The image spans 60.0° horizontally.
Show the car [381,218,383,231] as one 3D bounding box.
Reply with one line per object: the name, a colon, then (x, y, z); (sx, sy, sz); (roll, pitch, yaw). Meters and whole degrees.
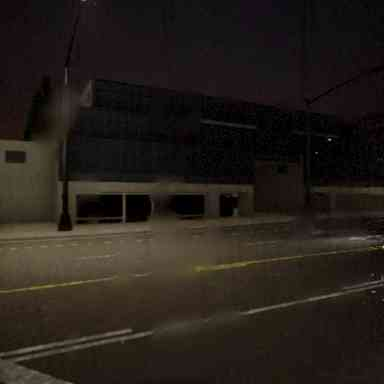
car: (12.547, 1.510, 18.355); (4.902, 1.511, 2.128); (-1, 0, -27)
